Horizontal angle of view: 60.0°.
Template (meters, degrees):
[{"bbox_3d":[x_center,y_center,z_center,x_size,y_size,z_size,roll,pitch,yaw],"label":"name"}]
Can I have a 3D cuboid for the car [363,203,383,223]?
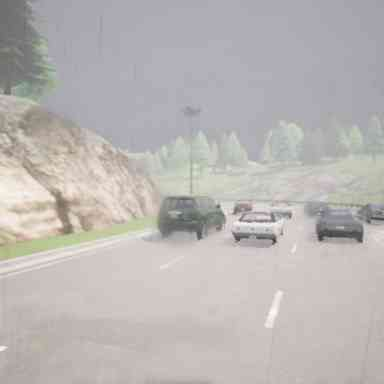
[{"bbox_3d":[13.809,1.533,24.953,2.033,1.411,5.357,0,0,18],"label":"car"}]

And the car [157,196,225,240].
[{"bbox_3d":[0.129,1.210,17.425,2.150,2.045,5.566,0,-1,20],"label":"car"}]

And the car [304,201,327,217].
[{"bbox_3d":[11.805,1.547,31.382,1.994,1.385,4.181,0,0,11],"label":"car"}]

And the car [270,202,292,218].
[{"bbox_3d":[8.112,1.586,30.465,1.895,1.301,4.718,0,0,14],"label":"car"}]

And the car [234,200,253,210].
[{"bbox_3d":[5.247,1.510,34.138,1.812,1.442,4.674,0,0,9],"label":"car"}]

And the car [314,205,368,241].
[{"bbox_3d":[7.322,1.555,16.717,1.994,1.385,4.181,0,0,20],"label":"car"}]

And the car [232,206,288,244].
[{"bbox_3d":[3.341,1.593,16.039,1.895,1.301,4.718,0,0,20],"label":"car"}]
